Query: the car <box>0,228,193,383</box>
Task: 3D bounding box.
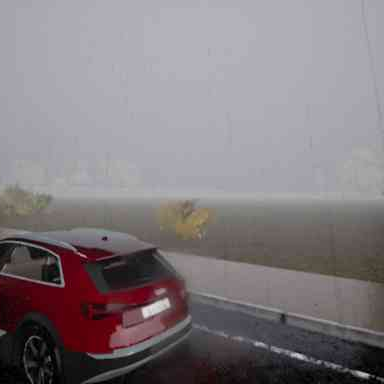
[{"bbox_3d":[-2.248,1.386,5.158,4.856,1.649,2.033,1,0,35],"label":"car"}]
